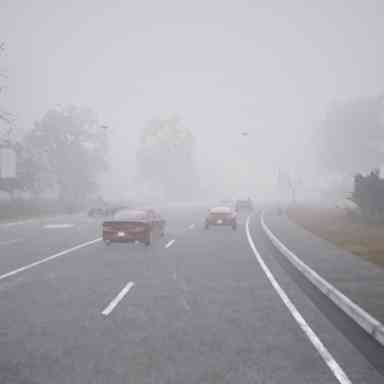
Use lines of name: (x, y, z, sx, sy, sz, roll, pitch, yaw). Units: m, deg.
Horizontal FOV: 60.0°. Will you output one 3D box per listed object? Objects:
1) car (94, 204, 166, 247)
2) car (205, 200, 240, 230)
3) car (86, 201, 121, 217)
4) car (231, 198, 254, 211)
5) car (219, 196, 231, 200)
car: (-2.435, 1.446, 15.067, 1.882, 1.535, 5.008, 0, 0, 6)
car: (1.917, 1.500, 21.108, 1.812, 1.442, 4.674, 0, 0, 9)
car: (-7.445, 1.522, 29.495, 1.895, 1.301, 4.718, 0, 0, 12)
car: (6.560, 1.454, 41.092, 2.128, 1.511, 4.902, 0, 0, 17)
car: (6.293, 1.466, 61.383, 2.033, 1.411, 5.357, 0, 0, 18)
